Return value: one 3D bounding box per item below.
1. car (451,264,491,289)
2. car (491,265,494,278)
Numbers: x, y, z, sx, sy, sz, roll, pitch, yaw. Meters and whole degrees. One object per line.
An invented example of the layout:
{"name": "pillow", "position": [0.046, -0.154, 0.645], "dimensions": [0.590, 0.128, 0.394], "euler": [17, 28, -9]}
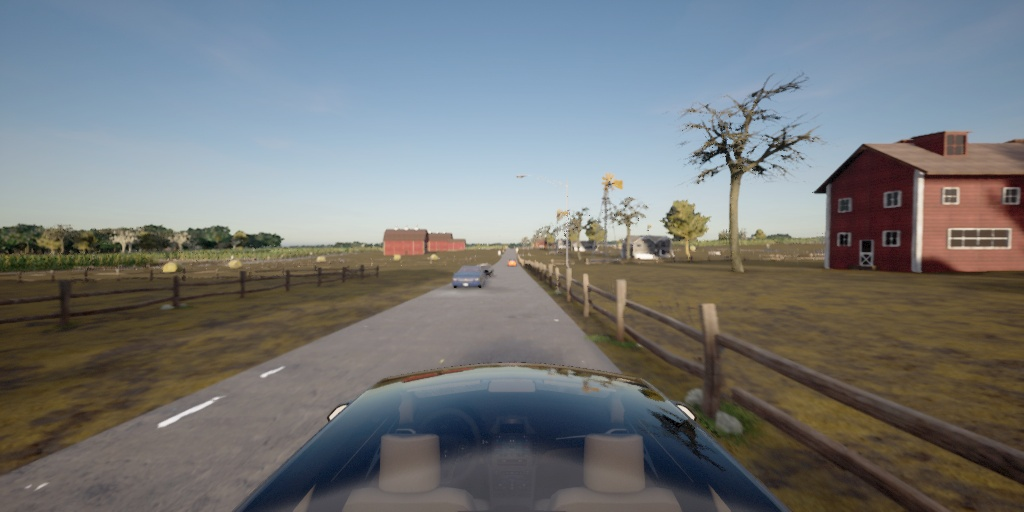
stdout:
{"name": "car", "position": [-2.753, 1.341, 24.073], "dimensions": [2.033, 1.411, 5.357], "euler": [0, 0, 0]}
{"name": "car", "position": [-2.763, 1.451, 34.926], "dimensions": [1.895, 1.301, 4.718], "euler": [0, 0, 1]}
